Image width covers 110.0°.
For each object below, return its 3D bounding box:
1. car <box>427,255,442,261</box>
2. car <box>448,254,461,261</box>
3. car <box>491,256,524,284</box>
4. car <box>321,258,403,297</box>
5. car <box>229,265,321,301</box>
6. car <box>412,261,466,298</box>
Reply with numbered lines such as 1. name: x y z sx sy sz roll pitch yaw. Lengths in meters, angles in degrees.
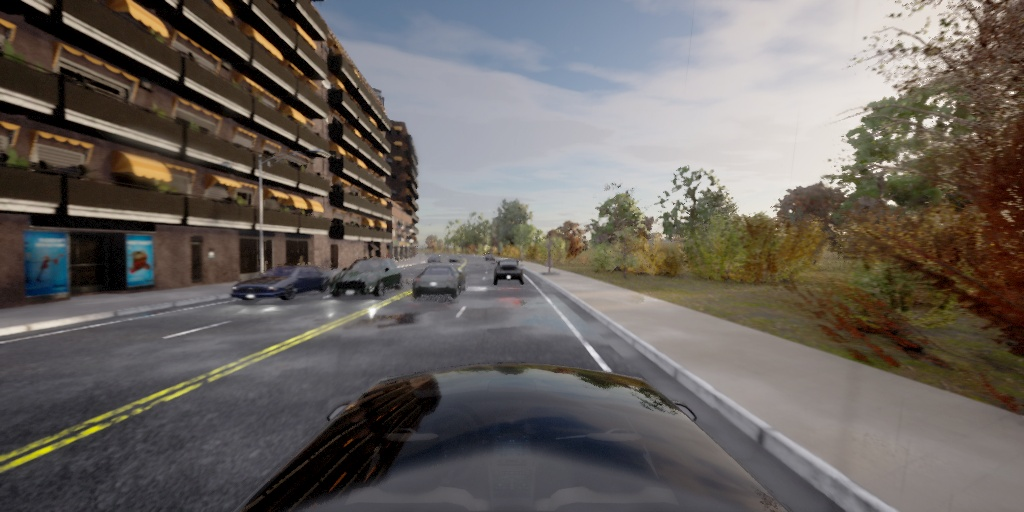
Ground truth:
1. car: -12.531 0.555 58.177 1.994 1.385 4.181 0 1 -5
2. car: -9.325 0.476 58.800 1.837 1.490 4.892 0 1 -5
3. car: -0.273 0.956 23.759 1.837 1.490 4.892 0 1 -2
4. car: -6.796 0.906 17.151 2.097 1.767 4.553 0 1 -1
5. car: -10.020 1.119 16.323 2.033 1.411 5.357 0 1 -1
6. car: -3.336 1.113 17.045 1.994 1.385 4.181 0 1 -1
